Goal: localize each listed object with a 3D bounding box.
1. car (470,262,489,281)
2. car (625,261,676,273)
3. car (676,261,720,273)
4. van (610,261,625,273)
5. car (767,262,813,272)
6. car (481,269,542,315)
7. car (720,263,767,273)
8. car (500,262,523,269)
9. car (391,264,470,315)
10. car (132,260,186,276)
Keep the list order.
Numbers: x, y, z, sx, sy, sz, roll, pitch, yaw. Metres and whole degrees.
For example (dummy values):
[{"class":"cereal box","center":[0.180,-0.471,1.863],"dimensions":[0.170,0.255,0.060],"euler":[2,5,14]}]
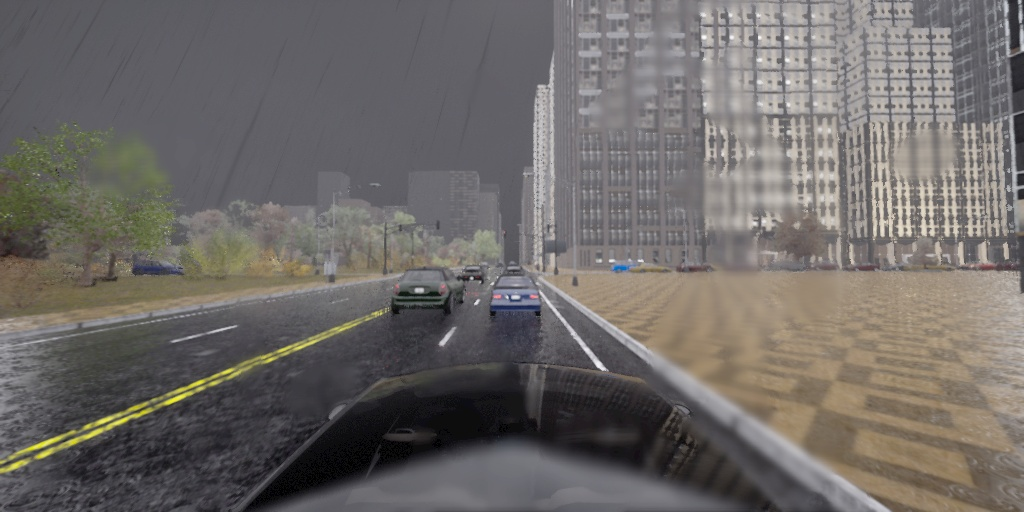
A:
[{"class":"car","center":[-3.097,1.490,29.948],"dimensions":[1.837,1.490,4.892],"euler":[0,-1,0]},{"class":"car","center":[16.403,1.430,42.601],"dimensions":[4.829,1.417,1.751],"euler":[0,0,-1]},{"class":"car","center":[21.817,1.317,42.656],"dimensions":[4.097,1.591,1.967],"euler":[0,0,-1]},{"class":"van","center":[16.039,1.552,50.617],"dimensions":[3.998,1.789,1.690],"euler":[0,0,-1]},{"class":"car","center":[36.746,1.505,48.217],"dimensions":[4.902,1.511,2.128],"euler":[0,-2,0]},{"class":"car","center":[0.122,1.394,14.032],"dimensions":[2.033,1.411,5.357],"euler":[0,0,0]},{"class":"car","center":[27.401,1.433,42.714],"dimensions":[4.207,1.307,1.802],"euler":[0,0,-1]},{"class":"car","center":[0.154,1.491,29.961],"dimensions":[1.837,1.490,4.892],"euler":[0,-1,0]},{"class":"car","center":[-3.128,1.199,14.257],"dimensions":[2.097,1.767,4.553],"euler":[0,0,0]},{"class":"car","center":[-43.778,1.549,44.573],"dimensions":[5.566,2.045,2.150],"euler":[0,-2,2]}]
